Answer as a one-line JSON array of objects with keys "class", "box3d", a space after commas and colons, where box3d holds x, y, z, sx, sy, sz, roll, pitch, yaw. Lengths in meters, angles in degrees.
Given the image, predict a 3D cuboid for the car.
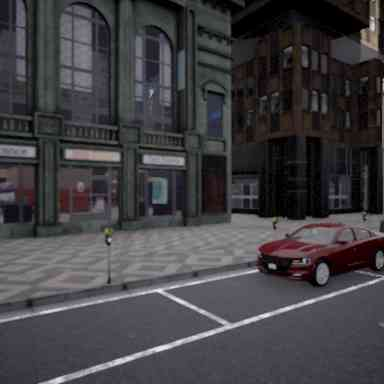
[{"class": "car", "box3d": [3.773, 1.550, 9.340, 4.507, 1.381, 1.887, 0, 0, -35]}]
